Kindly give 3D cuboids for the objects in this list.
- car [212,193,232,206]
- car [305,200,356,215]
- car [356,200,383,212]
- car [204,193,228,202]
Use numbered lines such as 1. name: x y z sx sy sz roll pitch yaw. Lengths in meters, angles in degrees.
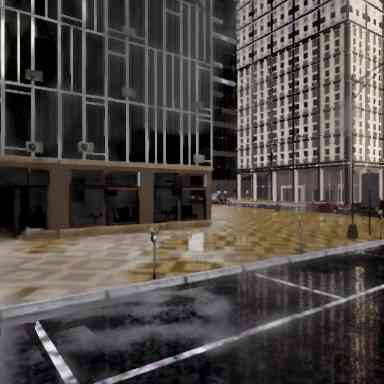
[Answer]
1. car: 3.627 1.207 44.930 1.802 1.307 4.206 1 0 -33
2. car: 12.542 1.395 30.987 1.802 1.307 4.206 1 0 -32
3. car: 19.154 1.372 35.688 1.802 1.307 4.206 1 0 -32
4. car: 4.227 0.921 58.767 1.967 1.590 4.097 1 0 -35
